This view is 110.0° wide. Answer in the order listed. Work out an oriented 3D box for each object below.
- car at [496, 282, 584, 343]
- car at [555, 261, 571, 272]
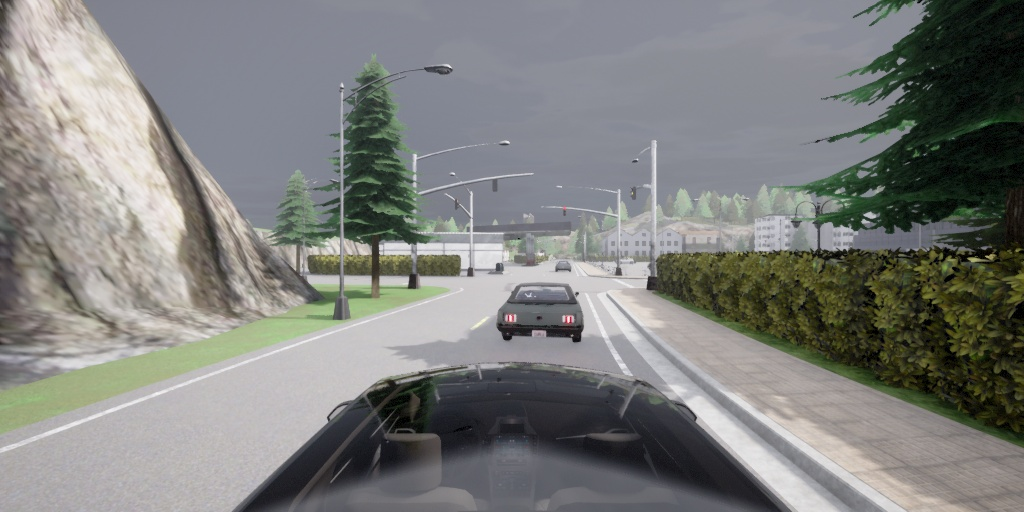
[{"bbox_3d":[0.882,1.351,9.751,1.895,1.301,4.718,0,0,8],"label":"car"},{"bbox_3d":[6.565,1.314,45.823,1.994,1.385,4.181,0,0,9],"label":"car"}]
